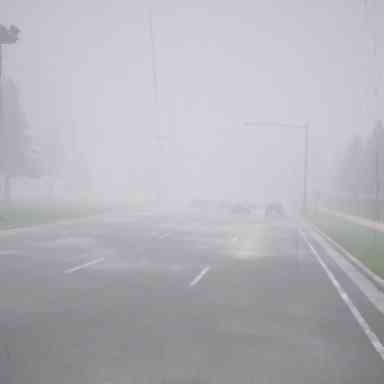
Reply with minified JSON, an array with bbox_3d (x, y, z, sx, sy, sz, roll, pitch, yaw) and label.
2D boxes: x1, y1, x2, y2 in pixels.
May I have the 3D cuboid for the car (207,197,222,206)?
[{"bbox_3d":[3.987,1.738,59.226,1.812,1.442,4.674,2,0,14],"label":"car"}]

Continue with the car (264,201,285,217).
[{"bbox_3d":[8.873,1.823,35.862,1.837,1.490,4.892,2,0,15],"label":"car"}]

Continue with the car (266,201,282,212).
[{"bbox_3d":[11.799,1.988,47.608,1.994,1.385,4.181,2,0,16],"label":"car"}]

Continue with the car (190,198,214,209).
[{"bbox_3d":[1.193,1.660,48.179,2.033,1.411,5.357,2,0,16],"label":"car"}]

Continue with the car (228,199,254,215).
[{"bbox_3d":[5.461,1.745,36.649,1.812,1.442,4.674,2,0,14],"label":"car"}]

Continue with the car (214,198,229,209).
[{"bbox_3d":[4.857,1.784,48.370,1.994,1.385,4.181,2,0,14],"label":"car"}]

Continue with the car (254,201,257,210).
[{"bbox_3d":[8.354,1.924,48.228,1.895,1.301,4.718,2,0,15],"label":"car"}]

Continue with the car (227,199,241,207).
[{"bbox_3d":[7.618,1.920,59.325,1.895,1.301,4.718,2,0,14],"label":"car"}]
